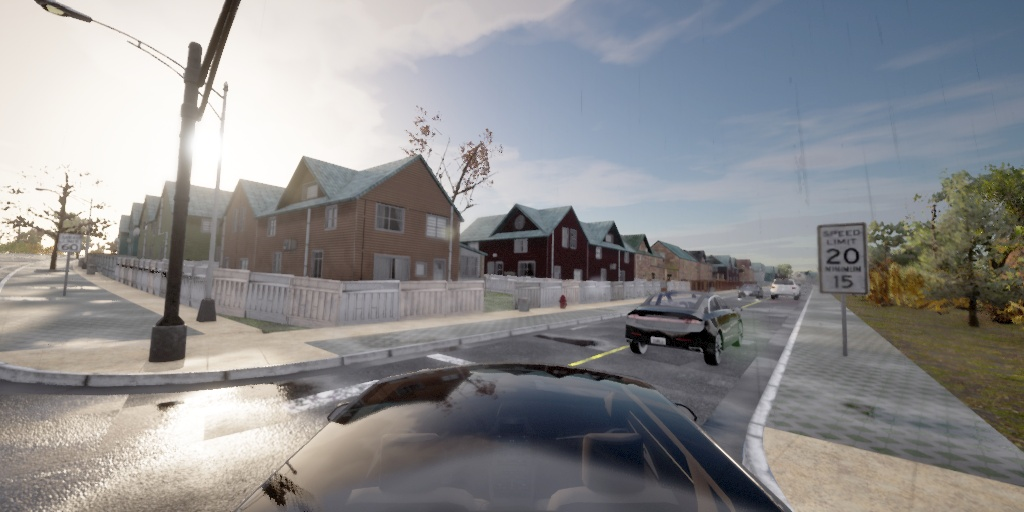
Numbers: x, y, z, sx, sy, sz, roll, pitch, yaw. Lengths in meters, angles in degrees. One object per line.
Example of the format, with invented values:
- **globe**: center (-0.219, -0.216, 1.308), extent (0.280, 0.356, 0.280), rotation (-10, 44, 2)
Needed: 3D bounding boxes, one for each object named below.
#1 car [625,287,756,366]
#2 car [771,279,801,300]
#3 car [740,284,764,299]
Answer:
- **car**: center (4.554, 1.654, 9.179), extent (2.128, 1.511, 4.902), rotation (-2, -4, 40)
- **car**: center (28.330, 3.440, 37.114), extent (2.150, 2.045, 5.566), rotation (-2, -5, 41)
- **car**: center (25.182, 3.691, 37.766), extent (2.128, 1.511, 4.902), rotation (-2, -4, 40)
